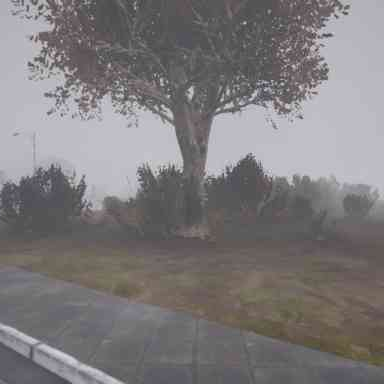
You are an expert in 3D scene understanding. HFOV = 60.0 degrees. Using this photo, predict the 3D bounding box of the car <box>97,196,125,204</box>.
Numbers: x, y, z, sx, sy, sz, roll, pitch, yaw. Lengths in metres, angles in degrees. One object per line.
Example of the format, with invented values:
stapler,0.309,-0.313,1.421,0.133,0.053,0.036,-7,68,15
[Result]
car,-12.742,1.383,53.720,1.812,1.442,4.674,0,0,34

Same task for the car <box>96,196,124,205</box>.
car,-14.180,1.443,57.873,1.895,1.301,4.718,0,0,34
